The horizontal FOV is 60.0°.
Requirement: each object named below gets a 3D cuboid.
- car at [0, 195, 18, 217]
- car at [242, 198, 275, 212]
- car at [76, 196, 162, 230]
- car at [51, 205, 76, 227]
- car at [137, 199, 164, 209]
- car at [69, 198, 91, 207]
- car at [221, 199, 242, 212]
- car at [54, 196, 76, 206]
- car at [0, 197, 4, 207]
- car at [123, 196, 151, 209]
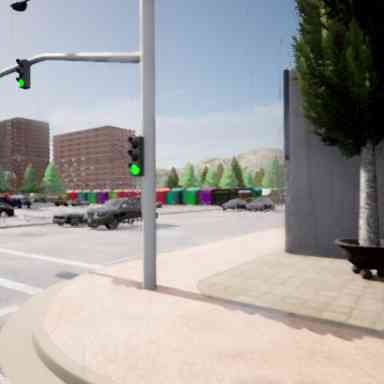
[{"bbox_3d":[-19.523,1.536,33.196,3.866,1.878,1.905,-1,0,35],"label":"car"},{"bbox_3d":[8.453,1.534,41.013,2.097,1.767,4.553,-1,0,37],"label":"car"},{"bbox_3d":[-4.851,1.401,23.242,2.150,2.045,5.566,-1,1,36],"label":"car"},{"bbox_3d":[-7.957,1.826,24.919,1.895,1.301,4.718,-1,0,36],"label":"car"},{"bbox_3d":[-6.519,1.777,51.580,3.806,1.475,1.970,-1,0,35],"label":"car"},{"bbox_3d":[-20.779,1.934,61.666,3.905,1.438,1.784,-1,0,35],"label":"car"},{"bbox_3d":[5.662,1.728,43.122,1.837,1.490,4.892,-1,-1,37],"label":"car"},{"bbox_3d":[-22.508,1.724,59.342,4.605,1.855,1.932,-1,0,35],"label":"car"},{"bbox_3d":[-38.005,1.886,63.523,4.605,1.855,1.932,-1,0,35],"label":"car"},{"bbox_3d":[-8.204,1.537,49.226,3.866,1.878,1.905,-1,0,35],"label":"car"}]
